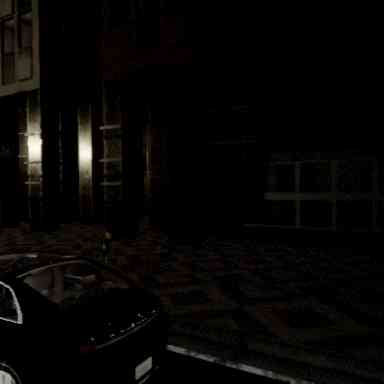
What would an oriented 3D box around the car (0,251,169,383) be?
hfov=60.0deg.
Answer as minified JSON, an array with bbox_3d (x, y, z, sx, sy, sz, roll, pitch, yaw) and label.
[{"bbox_3d":[-2.388,1.469,4.295,4.403,1.369,2.008,0,1,29],"label":"car"}]
